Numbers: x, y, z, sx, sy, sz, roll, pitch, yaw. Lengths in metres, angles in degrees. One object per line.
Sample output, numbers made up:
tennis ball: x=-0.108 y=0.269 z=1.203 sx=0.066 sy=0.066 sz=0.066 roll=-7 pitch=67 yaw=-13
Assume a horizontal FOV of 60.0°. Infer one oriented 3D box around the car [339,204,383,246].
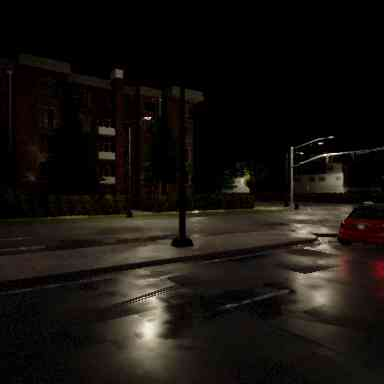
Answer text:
car: x=8.258 y=1.364 z=14.059 sx=4.553 sy=1.767 sz=2.097 roll=0 pitch=0 yaw=-35
